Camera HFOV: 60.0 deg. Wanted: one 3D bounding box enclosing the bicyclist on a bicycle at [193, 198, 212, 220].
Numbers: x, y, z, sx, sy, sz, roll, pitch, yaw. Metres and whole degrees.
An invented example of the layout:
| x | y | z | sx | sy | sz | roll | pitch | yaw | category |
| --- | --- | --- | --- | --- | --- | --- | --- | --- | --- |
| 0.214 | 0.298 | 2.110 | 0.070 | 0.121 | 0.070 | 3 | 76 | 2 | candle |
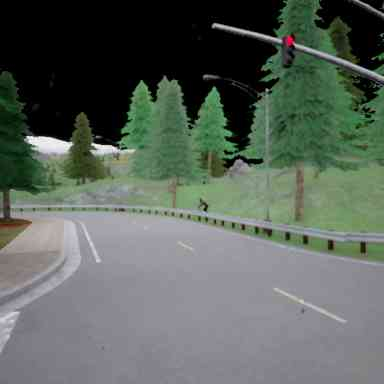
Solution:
| x | y | z | sx | sy | sz | roll | pitch | yaw | category |
| --- | --- | --- | --- | --- | --- | --- | --- | --- | --- |
| 0.821 | 1.300 | 25.532 | 1.656 | 1.620 | 0.582 | -1 | 2 | -20 | bicyclist on a bicycle |
